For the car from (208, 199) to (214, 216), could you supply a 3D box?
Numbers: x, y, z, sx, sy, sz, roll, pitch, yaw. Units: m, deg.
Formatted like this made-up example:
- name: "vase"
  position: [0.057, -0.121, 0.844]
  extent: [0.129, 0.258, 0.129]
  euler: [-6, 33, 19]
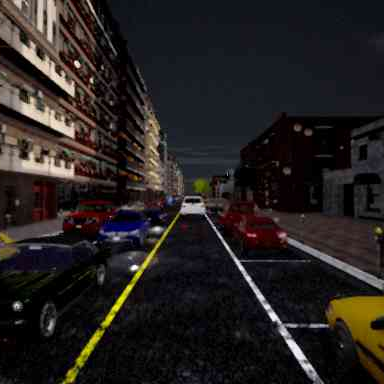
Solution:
- name: "car"
  position: [2.689, 1.800, 35.864]
  extent: [2.008, 1.369, 4.403]
  euler: [0, 0, 0]

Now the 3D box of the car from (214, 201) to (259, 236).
- name: "car"
  position: [2.692, 1.445, 19.249]
  extent: [2.192, 1.841, 5.009]
  euler: [0, 0, 0]

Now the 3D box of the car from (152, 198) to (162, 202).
- name: "car"
  position: [-5.694, 1.877, 46.942]
  extent: [1.887, 1.381, 4.507]
  euler: [0, 0, 0]

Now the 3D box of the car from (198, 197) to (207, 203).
- name: "car"
  position: [2.682, 2.092, 85.717]
  extent: [1.967, 1.590, 4.097]
  euler: [0, -1, 0]

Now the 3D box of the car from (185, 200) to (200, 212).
- name: "car"
  position: [0.090, 1.875, 46.212]
  extent: [2.033, 1.411, 5.357]
  euler: [0, 0, 0]

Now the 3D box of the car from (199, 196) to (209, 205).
- name: "car"
  position: [2.684, 1.870, 74.639]
  extent: [2.192, 1.841, 5.009]
  euler: [0, 0, 0]

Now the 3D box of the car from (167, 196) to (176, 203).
- name: "car"
  position: [-5.699, 2.015, 91.256]
  extent: [2.192, 1.841, 5.009]
  euler: [0, -1, 0]

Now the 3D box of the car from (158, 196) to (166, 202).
- name: "car"
  position: [-5.694, 1.815, 52.480]
  extent: [1.967, 1.590, 4.097]
  euler: [0, 0, 0]

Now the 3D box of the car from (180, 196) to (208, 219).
- name: "car"
  position: [0.098, 1.435, 31.357]
  extent: [2.150, 2.045, 5.566]
  euler: [0, -1, 0]

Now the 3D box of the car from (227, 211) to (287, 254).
- name: "car"
  position: [2.691, 1.674, 13.708]
  extent: [1.802, 1.307, 4.206]
  euler: [0, 0, 0]

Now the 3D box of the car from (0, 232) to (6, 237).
- name: "car"
  position: [-5.688, 1.578, 7.997]
  extent: [1.752, 1.417, 4.829]
  euler: [0, 0, 0]

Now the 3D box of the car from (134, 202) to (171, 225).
- name: "car"
  position: [-3.003, 1.739, 25.724]
  extent: [1.994, 1.385, 4.181]
  euler: [0, 0, 0]

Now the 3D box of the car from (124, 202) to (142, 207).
- name: "car"
  position: [-5.692, 1.758, 30.324]
  extent: [2.008, 1.369, 4.403]
  euler: [0, 0, 0]

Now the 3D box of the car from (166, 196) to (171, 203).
- name: "car"
  position: [-5.695, 1.777, 63.560]
  extent: [2.192, 1.841, 5.009]
  euler: [0, 0, 0]

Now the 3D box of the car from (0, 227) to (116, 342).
- name: "car"
  position: [-3.076, 1.645, 6.650]
  extent: [1.895, 1.301, 4.718]
  euler: [0, 0, 0]

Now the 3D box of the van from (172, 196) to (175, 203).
- name: "van"
  position: [-5.698, 1.942, 80.177]
  extent: [1.690, 1.788, 3.998]
  euler: [0, 0, 0]

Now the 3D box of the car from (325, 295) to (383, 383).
- name: "car"
  position: [2.693, 1.545, 2.800]
  extent: [1.752, 1.417, 4.829]
  euler: [0, 0, 0]

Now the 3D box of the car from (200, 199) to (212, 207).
- name: "car"
  position: [2.684, 2.014, 63.560]
  extent: [2.008, 1.369, 4.403]
  euler: [0, 0, 0]

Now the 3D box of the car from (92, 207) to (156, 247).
- name: "car"
  position: [-3.016, 1.631, 15.709]
  extent: [1.812, 1.442, 4.674]
  euler: [0, 0, 0]

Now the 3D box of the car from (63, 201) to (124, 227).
- name: "car"
  position: [-5.689, 1.444, 19.247]
  extent: [2.192, 1.841, 5.009]
  euler: [0, 0, 0]
